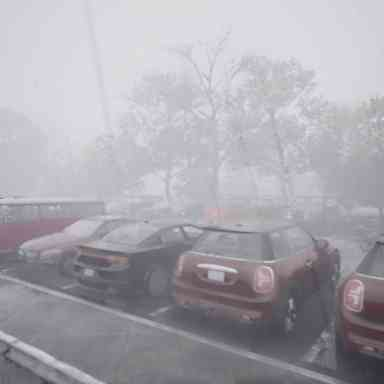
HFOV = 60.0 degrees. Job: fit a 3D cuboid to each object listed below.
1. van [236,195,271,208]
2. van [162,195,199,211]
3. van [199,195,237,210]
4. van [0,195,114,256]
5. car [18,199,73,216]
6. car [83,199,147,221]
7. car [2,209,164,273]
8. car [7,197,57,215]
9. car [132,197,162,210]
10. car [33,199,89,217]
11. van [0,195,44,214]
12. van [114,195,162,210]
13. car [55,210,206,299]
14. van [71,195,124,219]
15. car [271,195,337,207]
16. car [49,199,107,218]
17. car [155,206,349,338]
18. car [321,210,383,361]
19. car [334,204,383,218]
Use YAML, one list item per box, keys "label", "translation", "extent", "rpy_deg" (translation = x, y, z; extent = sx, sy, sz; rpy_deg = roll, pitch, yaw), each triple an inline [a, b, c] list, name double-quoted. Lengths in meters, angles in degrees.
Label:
- label: "van"
  translation: [4.813, 1.214, 21.009]
  extent: [1.878, 1.987, 4.442]
  rpy_deg: [0, 0, 36]
- label: "van"
  translation: [0.165, 1.178, 24.048]
  extent: [1.878, 1.987, 4.442]
  rpy_deg: [0, 0, 36]
- label: "van"
  translation: [2.662, 1.197, 22.548]
  extent: [1.878, 1.987, 4.442]
  rpy_deg: [0, 0, 36]
- label: "van"
  translation: [-5.204, 1.199, 11.807]
  extent: [1.878, 1.987, 4.442]
  rpy_deg: [0, 0, 36]
- label: "car"
  translation: [-15.516, 1.574, 35.410]
  extent: [2.097, 1.535, 5.008]
  rpy_deg: [-1, 0, 36]
- label: "car"
  translation: [-6.508, 1.464, 28.741]
  extent: [1.946, 1.575, 5.366]
  rpy_deg: [-1, 0, 36]
- label: "car"
  translation: [-2.879, 1.483, 10.289]
  extent: [2.002, 1.452, 4.674]
  rpy_deg: [0, 0, 36]
- label: "car"
  translation: [-17.684, 1.474, 36.929]
  extent: [2.185, 1.767, 4.553]
  rpy_deg: [-1, 0, 36]
- label: "car"
  translation: [-1.894, 1.414, 25.672]
  extent: [2.097, 1.535, 5.008]
  rpy_deg: [-1, 0, 36]
- label: "car"
  translation: [-13.162, 1.547, 33.725]
  extent: [2.097, 1.535, 5.008]
  rpy_deg: [-1, 0, 36]
- label: "van"
  translation: [-19.850, 1.400, 38.662]
  extent: [1.878, 1.987, 4.442]
  rpy_deg: [-1, 0, 36]
- label: "van"
  translation: [-4.219, 1.215, 27.186]
  extent: [1.878, 1.987, 4.442]
  rpy_deg: [-1, 0, 36]
- label: "car"
  translation: [-0.626, 1.460, 8.666]
  extent: [2.097, 1.535, 5.008]
  rpy_deg: [0, 0, 36]
- label: "van"
  translation: [-8.587, 1.268, 30.601]
  extent: [1.878, 1.987, 4.442]
  rpy_deg: [-1, 0, 36]
- label: "car"
  translation: [6.981, 1.207, 19.278]
  extent: [2.435, 2.045, 5.566]
  rpy_deg: [0, 0, 36]
- label: "car"
  translation: [-10.909, 1.521, 32.111]
  extent: [2.231, 1.521, 4.892]
  rpy_deg: [-1, 0, 36]
- label: "car"
  translation: [1.617, 1.353, 7.029]
  extent: [2.185, 1.767, 4.553]
  rpy_deg: [0, 0, 36]
- label: "car"
  translation: [3.875, 1.371, 5.413]
  extent: [2.185, 1.767, 4.553]
  rpy_deg: [0, 0, 36]
- label: "car"
  translation: [9.347, 1.477, 17.613]
  extent: [2.097, 1.535, 5.008]
  rpy_deg: [0, 0, 36]
